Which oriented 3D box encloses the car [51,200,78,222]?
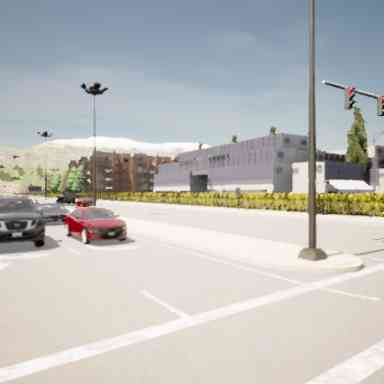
[{"bbox_3d":[-10.359,1.564,24.656,2.033,1.411,5.357,0,0,-33],"label":"car"}]

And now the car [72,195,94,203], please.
[{"bbox_3d":[-14.933,1.493,46.755,1.882,1.535,5.008,0,0,-33],"label":"car"}]

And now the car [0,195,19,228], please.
[{"bbox_3d":[-13.693,1.249,23.364,2.150,2.045,5.566,0,0,-33],"label":"car"}]

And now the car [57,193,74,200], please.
[{"bbox_3d":[-21.443,1.250,56.835,2.150,2.045,5.566,0,0,-33],"label":"car"}]

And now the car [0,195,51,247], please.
[{"bbox_3d":[-7.983,1.237,14.632,2.150,2.045,5.566,0,0,-33],"label":"car"}]

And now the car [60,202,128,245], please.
[{"bbox_3d":[-4.715,1.482,16.033,1.882,1.535,5.008,0,0,-33],"label":"car"}]

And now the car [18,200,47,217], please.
[{"bbox_3d":[-16.126,1.575,33.513,2.033,1.411,5.357,0,0,-33],"label":"car"}]
